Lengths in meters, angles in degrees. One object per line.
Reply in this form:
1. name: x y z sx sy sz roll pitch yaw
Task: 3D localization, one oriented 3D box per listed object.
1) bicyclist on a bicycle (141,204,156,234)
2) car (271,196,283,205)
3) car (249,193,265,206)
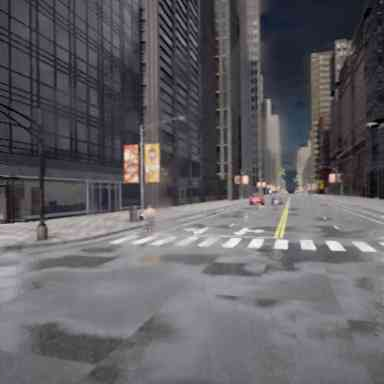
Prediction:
1. bicyclist on a bicycle: -2.416 1.501 18.789 0.866 1.612 1.509 -1 0 17
2. car: 14.114 1.419 55.190 2.128 1.511 4.902 -1 0 17
3. car: 10.988 1.193 56.090 2.150 2.045 5.566 -1 0 17
